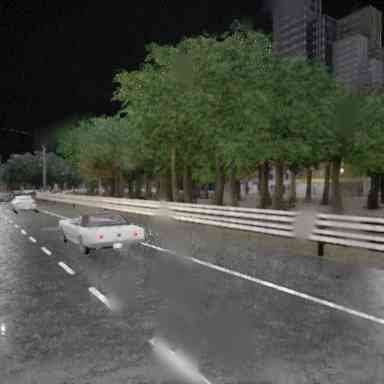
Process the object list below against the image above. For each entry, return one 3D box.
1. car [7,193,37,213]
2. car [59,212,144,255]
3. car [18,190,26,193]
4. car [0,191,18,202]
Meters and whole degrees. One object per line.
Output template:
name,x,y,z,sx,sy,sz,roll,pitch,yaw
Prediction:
car,-15.167,1.098,29.911,1.812,1.442,4.674,-1,1,-34
car,-3.629,1.415,12.603,1.895,1.301,4.718,-1,1,-34
car,-38.133,0.432,73.410,1.837,1.490,4.892,0,1,-12
car,-25.902,0.823,46.065,2.128,1.511,4.902,-1,1,-33
